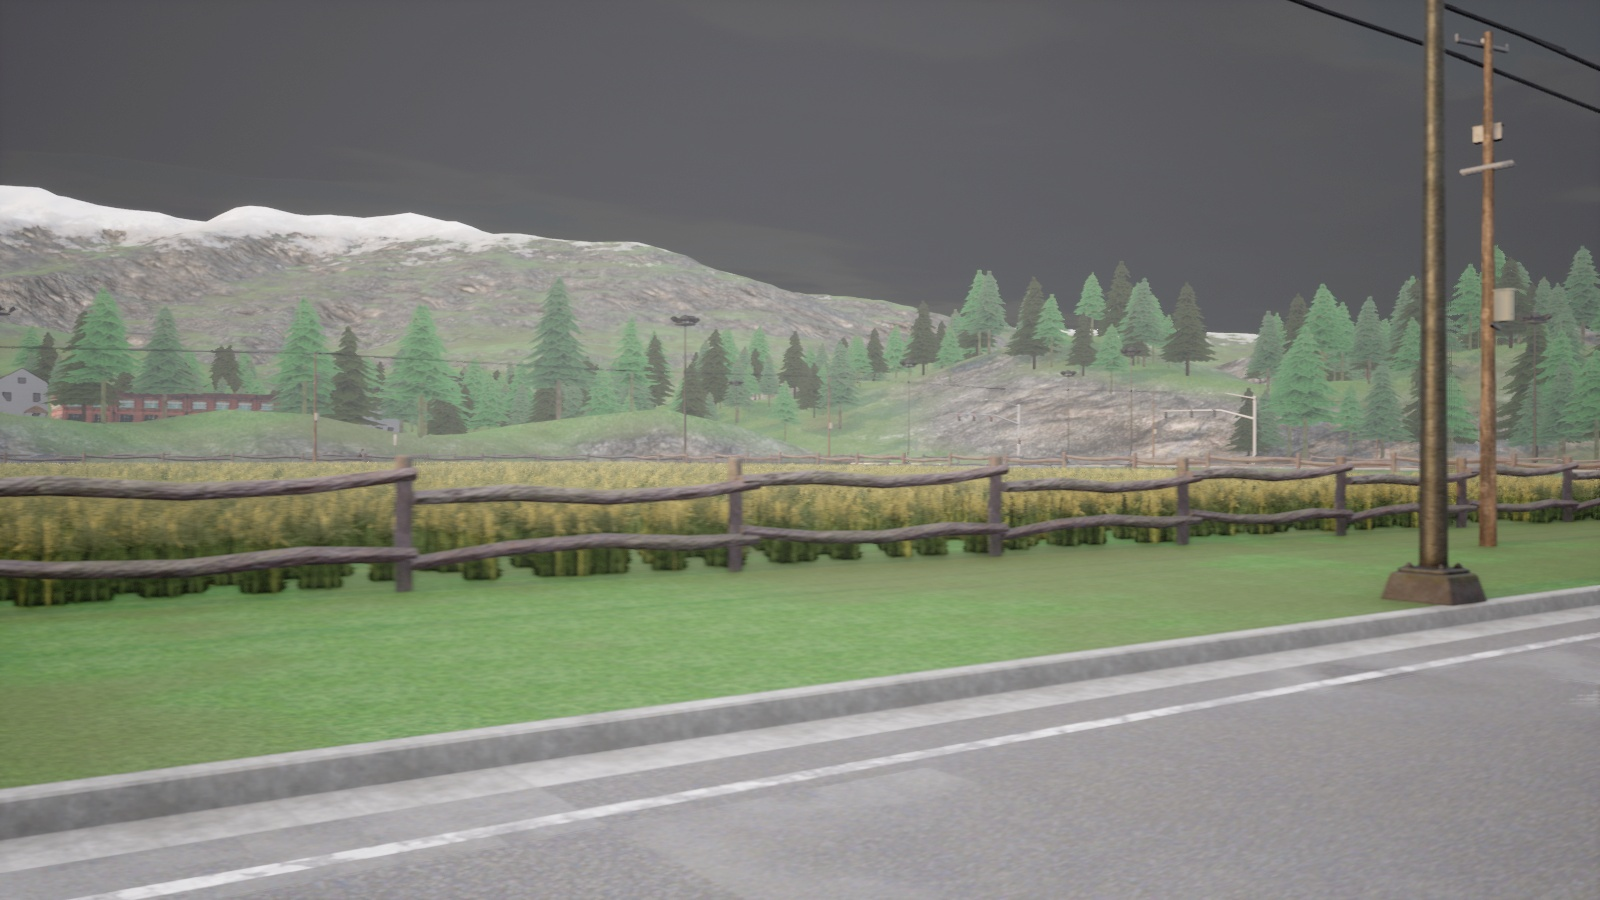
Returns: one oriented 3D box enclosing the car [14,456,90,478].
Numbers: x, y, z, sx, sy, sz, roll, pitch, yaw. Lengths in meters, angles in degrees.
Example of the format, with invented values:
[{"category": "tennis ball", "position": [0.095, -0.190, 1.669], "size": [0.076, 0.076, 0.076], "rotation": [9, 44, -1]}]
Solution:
[{"category": "car", "position": [-49.265, 1.116, 82.710], "size": [4.181, 1.385, 1.994], "rotation": [0, 0, -35]}]
